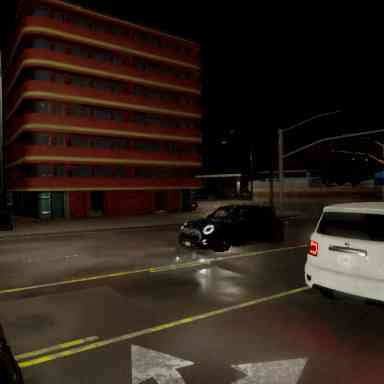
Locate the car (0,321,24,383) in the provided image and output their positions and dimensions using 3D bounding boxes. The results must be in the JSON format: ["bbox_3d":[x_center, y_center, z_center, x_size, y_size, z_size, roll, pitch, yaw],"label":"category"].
[{"bbox_3d":[-3.661,1.222,1.141,5.566,2.045,2.150,0,0,-35],"label":"car"}]

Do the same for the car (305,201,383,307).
[{"bbox_3d":[4.782,1.218,7.137,5.566,2.045,2.150,0,0,-35],"label":"car"}]

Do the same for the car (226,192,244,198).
[{"bbox_3d":[11.405,0.818,85.101,3.806,1.475,1.970,-1,1,-35],"label":"car"}]

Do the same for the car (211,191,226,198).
[{"bbox_3d":[7.440,0.671,89.327,4.611,1.667,2.242,-1,1,-35],"label":"car"}]

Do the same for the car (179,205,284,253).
[{"bbox_3d":[1.681,1.347,13.743,4.553,1.767,2.097,0,0,-35],"label":"car"}]
